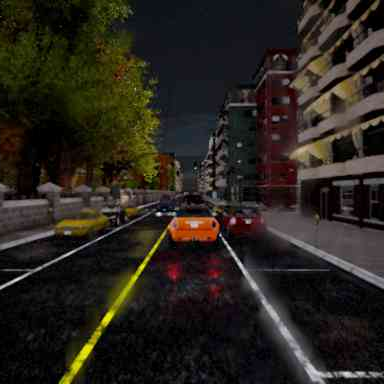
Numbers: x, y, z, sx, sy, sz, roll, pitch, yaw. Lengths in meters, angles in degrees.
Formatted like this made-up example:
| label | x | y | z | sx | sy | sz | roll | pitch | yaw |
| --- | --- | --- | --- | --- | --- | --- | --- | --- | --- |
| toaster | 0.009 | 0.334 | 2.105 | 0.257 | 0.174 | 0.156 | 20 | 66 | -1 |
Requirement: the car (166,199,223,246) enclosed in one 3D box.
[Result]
| label | x | y | z | sx | sy | sz | roll | pitch | yaw |
| --- | --- | --- | --- | --- | --- | --- | --- | --- | --- |
| car | 0.095 | 1.370 | 15.566 | 2.097 | 1.767 | 4.553 | 0 | 0 | 0 |

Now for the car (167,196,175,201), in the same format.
| label | x | y | z | sx | sy | sz | roll | pitch | yaw |
| --- | --- | --- | --- | --- | --- | --- | --- | --- | --- |
| car | -5.712 | 1.707 | 89.222 | 1.887 | 1.381 | 4.507 | 0 | 0 | 0 |

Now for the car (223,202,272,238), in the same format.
| label | x | y | z | sx | sy | sz | roll | pitch | yaw |
| --- | --- | --- | --- | --- | --- | --- | --- | --- | --- |
| car | 2.684 | 1.460 | 17.791 | 1.967 | 1.590 | 4.097 | 0 | 0 | 0 |

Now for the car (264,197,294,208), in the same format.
| label | x | y | z | sx | sy | sz | roll | pitch | yaw |
| --- | --- | --- | --- | --- | --- | --- | --- | --- | --- |
| car | 14.603 | 1.675 | 56.048 | 5.009 | 1.841 | 2.192 | 1 | -1 | 0 |

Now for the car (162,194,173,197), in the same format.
| label | x | y | z | sx | sy | sz | roll | pitch | yaw |
| --- | --- | --- | --- | --- | --- | --- | --- | --- | --- |
| car | -5.710 | 1.437 | 72.617 | 2.192 | 1.841 | 5.009 | 0 | 0 | 0 |

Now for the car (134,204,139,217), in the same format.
| label | x | y | z | sx | sy | sz | roll | pitch | yaw |
| --- | --- | --- | --- | --- | --- | --- | --- | --- | --- |
| car | -5.698 | 1.562 | 28.880 | 1.752 | 1.417 | 4.829 | 0 | 0 | 0 |

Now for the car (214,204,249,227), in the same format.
| label | x | y | z | sx | sy | sz | roll | pitch | yaw |
| --- | --- | --- | --- | --- | --- | --- | --- | --- | --- |
| car | 2.684 | 1.594 | 23.422 | 1.947 | 1.339 | 4.313 | 0 | 0 | 0 |

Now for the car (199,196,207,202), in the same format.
| label | x | y | z | sx | sy | sz | roll | pitch | yaw |
| --- | --- | --- | --- | --- | --- | --- | --- | --- | --- |
| car | 2.669 | 1.694 | 83.689 | 1.887 | 1.381 | 4.507 | 0 | 0 | 0 |

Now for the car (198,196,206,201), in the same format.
| label | x | y | z | sx | sy | sz | roll | pitch | yaw |
| --- | --- | --- | --- | --- | --- | --- | --- | --- | --- |
| car | 2.668 | 1.714 | 89.225 | 2.008 | 1.369 | 4.403 | 0 | 0 | 0 |

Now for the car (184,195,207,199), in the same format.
| label | x | y | z | sx | sy | sz | roll | pitch | yaw |
| --- | --- | --- | --- | --- | --- | --- | --- | --- | --- |
| car | 0.094 | 1.265 | 32.885 | 2.150 | 2.045 | 5.566 | 0 | 0 | 0 |

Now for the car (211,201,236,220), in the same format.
| label | x | y | z | sx | sy | sz | roll | pitch | yaw |
| --- | --- | --- | --- | --- | --- | --- | --- | --- | --- |
| car | 2.682 | 1.563 | 29.223 | 1.752 | 1.417 | 4.829 | 0 | 0 | 0 |

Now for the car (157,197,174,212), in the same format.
| label | x | y | z | sx | sy | sz | roll | pitch | yaw |
| --- | --- | --- | --- | --- | --- | --- | --- | --- | --- |
| car | -3.012 | 1.602 | 39.343 | 2.033 | 1.411 | 5.357 | 0 | 0 | 0 |

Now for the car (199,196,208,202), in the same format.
| label | x | y | z | sx | sy | sz | roll | pitch | yaw |
| --- | --- | --- | --- | --- | --- | --- | --- | --- | --- |
| car | 2.670 | 1.661 | 78.324 | 1.752 | 1.417 | 4.829 | 0 | 0 | 0 |

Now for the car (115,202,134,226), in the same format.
| label | x | y | z | sx | sy | sz | roll | pitch | yaw |
| --- | --- | --- | --- | --- | --- | --- | --- | --- | --- |
| car | -5.696 | 1.579 | 23.419 | 2.008 | 1.369 | 4.403 | 0 | 0 | 0 |

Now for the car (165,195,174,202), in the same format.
| label | x | y | z | sx | sy | sz | roll | pitch | yaw |
| --- | --- | --- | --- | --- | --- | --- | --- | --- | --- |
| car | -5.712 | 1.589 | 83.687 | 1.967 | 1.590 | 4.097 | 0 | 0 | 0 |

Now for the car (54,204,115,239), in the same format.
| label | x | y | z | sx | sy | sz | roll | pitch | yaw |
| --- | --- | --- | --- | --- | --- | --- | --- | --- | --- |
| car | -5.696 | 1.545 | 17.619 | 1.752 | 1.417 | 4.829 | 0 | 0 | 0 |
